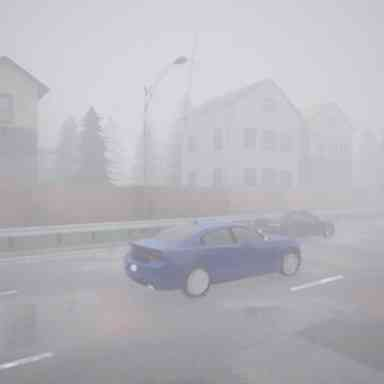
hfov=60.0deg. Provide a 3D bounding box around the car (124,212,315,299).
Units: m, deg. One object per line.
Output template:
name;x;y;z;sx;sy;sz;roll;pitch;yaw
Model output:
car;0.759;1.474;8.575;5.008;1.535;1.882;0;0;-35

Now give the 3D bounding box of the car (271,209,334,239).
car;4.801;1.517;15.758;4.674;1.442;1.812;0;0;-36
